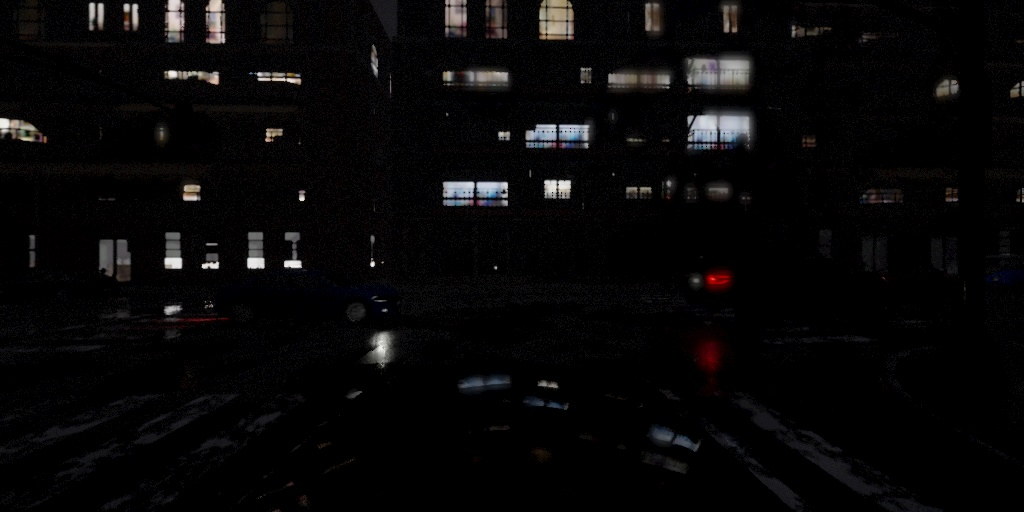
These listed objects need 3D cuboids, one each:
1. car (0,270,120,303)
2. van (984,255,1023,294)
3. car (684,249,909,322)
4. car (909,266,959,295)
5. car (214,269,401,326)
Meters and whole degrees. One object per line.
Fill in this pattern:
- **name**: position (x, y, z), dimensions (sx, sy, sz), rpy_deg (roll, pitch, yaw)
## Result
- **car**: position (-20.068, 1.290, 15.795), dimensions (4.403, 1.370, 2.007), rpy_deg (0, 0, -2)
- **van**: position (23.983, 0.829, 16.915), dimensions (3.998, 1.789, 1.690), rpy_deg (0, 0, -2)
- **car**: position (8.354, 0.812, 11.149), dimensions (5.566, 2.045, 2.150), rpy_deg (-1, 0, -2)
- **car**: position (18.345, 1.101, 16.755), dimensions (4.207, 1.307, 1.802), rpy_deg (0, 0, -2)
- **car**: position (-5.929, 1.147, 10.749), dimensions (5.008, 1.535, 1.882), rpy_deg (0, 0, -2)
